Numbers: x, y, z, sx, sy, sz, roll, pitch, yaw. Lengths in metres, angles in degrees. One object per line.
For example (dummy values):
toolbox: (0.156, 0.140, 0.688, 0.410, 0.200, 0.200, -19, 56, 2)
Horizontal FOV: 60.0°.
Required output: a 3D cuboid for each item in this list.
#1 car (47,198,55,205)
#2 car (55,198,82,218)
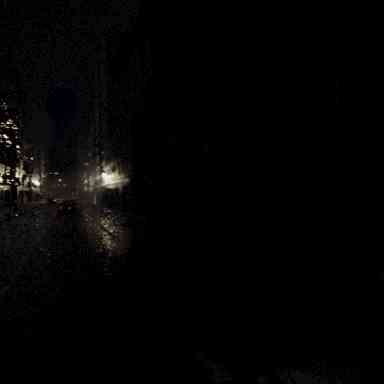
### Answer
car: (-28.545, 1.914, 67.994, 1.837, 1.490, 4.892, -1, 0, -21)
car: (-12.107, 1.525, 32.902, 2.097, 1.767, 4.553, -1, 0, -20)
